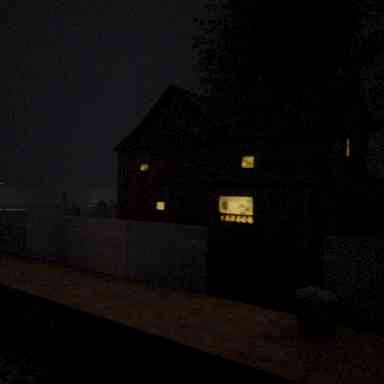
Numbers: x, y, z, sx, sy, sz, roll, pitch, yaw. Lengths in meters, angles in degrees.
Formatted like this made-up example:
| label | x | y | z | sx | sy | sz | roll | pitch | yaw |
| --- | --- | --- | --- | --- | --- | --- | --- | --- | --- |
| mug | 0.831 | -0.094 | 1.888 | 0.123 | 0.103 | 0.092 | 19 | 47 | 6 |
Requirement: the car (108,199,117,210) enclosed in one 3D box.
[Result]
| label | x | y | z | sx | sy | sz | roll | pitch | yaw |
| --- | --- | --- | --- | --- | --- | --- | --- | --- | --- |
| car | -10.061 | 2.197 | 50.427 | 2.033 | 1.411 | 5.357 | 1 | 0 | 20 |

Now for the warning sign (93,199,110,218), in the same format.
| label | x | y | z | sx | sy | sz | roll | pitch | yaw |
| --- | --- | --- | --- | --- | --- | --- | --- | --- | --- |
| warning sign | -9.348 | 1.652 | 34.443 | 1.300 | 1.860 | 1.060 | 3 | 1 | 20 |
